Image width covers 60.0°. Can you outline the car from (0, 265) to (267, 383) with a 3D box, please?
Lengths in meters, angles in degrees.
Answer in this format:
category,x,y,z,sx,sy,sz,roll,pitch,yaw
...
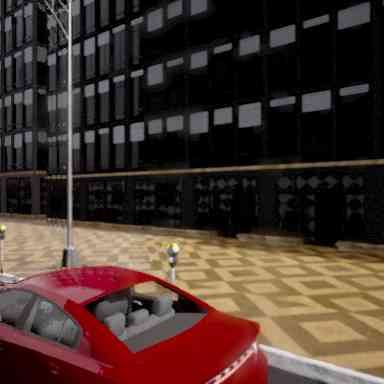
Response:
category,x,y,z,sx,sy,sz,roll,pitch,yaw
car,-1.402,1.559,3.867,4.507,1.381,1.887,0,0,35
